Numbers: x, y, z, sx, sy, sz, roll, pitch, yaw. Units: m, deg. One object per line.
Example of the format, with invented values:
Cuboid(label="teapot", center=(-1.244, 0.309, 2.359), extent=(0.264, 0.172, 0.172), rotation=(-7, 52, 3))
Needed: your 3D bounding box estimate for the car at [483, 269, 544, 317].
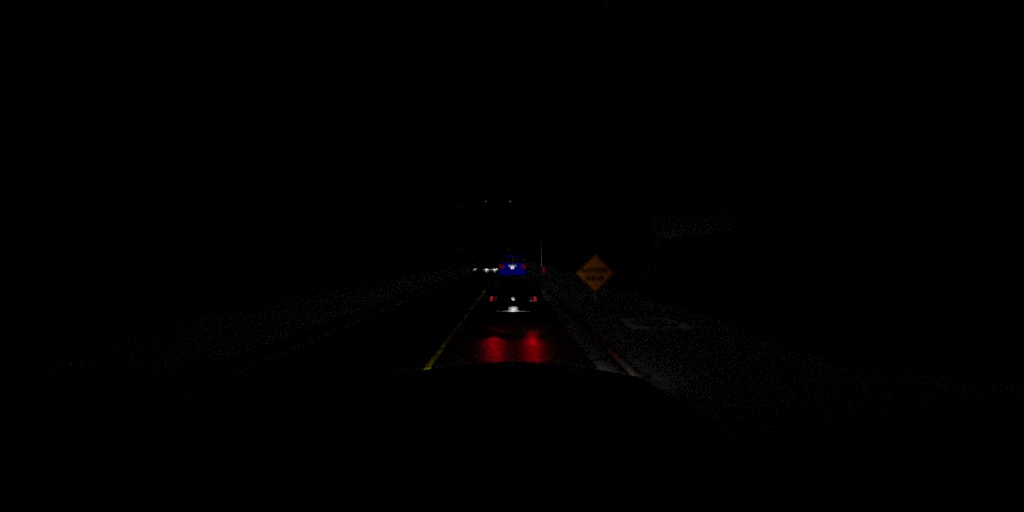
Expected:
Cuboid(label="car", center=(0.059, 1.320, 13.088), extent=(1.895, 1.301, 4.718), rotation=(0, 0, 0))

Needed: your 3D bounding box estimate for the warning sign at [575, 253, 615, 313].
Cuboid(label="warning sign", center=(2.715, 0.838, 11.716), extent=(1.300, 1.860, 1.060), rotation=(0, 0, 0))

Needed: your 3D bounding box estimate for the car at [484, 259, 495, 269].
Cuboid(label="car", center=(-3.079, 1.174, 53.798), extent=(2.033, 1.411, 5.357), rotation=(0, 0, 0))

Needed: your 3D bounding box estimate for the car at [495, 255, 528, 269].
Cuboid(label="car", center=(0.058, 0.901, 28.503), extent=(2.150, 2.045, 5.566), rotation=(0, 0, 0))
